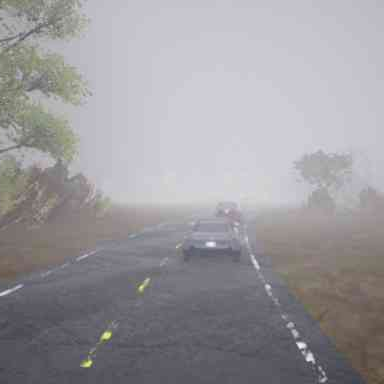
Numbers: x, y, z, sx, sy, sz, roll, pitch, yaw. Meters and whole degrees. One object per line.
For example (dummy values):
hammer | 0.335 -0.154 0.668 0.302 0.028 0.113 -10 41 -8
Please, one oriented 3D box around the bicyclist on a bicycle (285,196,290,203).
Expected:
bicyclist on a bicycle | 23.573 2.014 83.697 0.582 1.620 1.656 0 -1 21

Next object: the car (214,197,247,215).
car | 3.031 1.515 26.945 2.097 1.767 4.553 0 0 12

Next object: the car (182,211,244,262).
car | 0.835 1.638 12.576 1.994 1.385 4.181 0 0 7

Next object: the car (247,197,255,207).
car | 9.668 1.732 58.550 2.097 1.767 4.553 0 0 22
